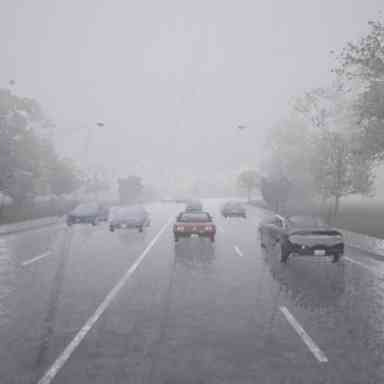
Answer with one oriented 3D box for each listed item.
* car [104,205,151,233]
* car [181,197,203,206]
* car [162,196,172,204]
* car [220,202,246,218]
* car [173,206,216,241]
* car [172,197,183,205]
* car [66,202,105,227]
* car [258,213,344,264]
[{"bbox_3d":[-3.573,1.526,19.784,1.812,1.442,4.674,0,0,0],"label":"car"},{"bbox_3d":[0.266,1.548,35.913,2.033,1.411,5.357,0,0,1],"label":"car"},{"bbox_3d":[-4.609,1.520,65.493,1.812,1.442,4.674,0,0,8],"label":"car"},{"bbox_3d":[3.681,1.564,30.298,1.994,1.385,4.181,0,0,1],"label":"car"},{"bbox_3d":[0.113,1.601,16.580,1.895,1.301,4.718,0,0,0],"label":"car"},{"bbox_3d":[-1.818,1.600,60.204,1.895,1.301,4.718,0,0,7],"label":"car"},{"bbox_3d":[-7.062,1.478,23.080,1.882,1.535,5.008,0,0,0],"label":"car"},{"bbox_3d":[3.611,1.491,11.823,2.128,1.511,4.902,0,0,0],"label":"car"}]
